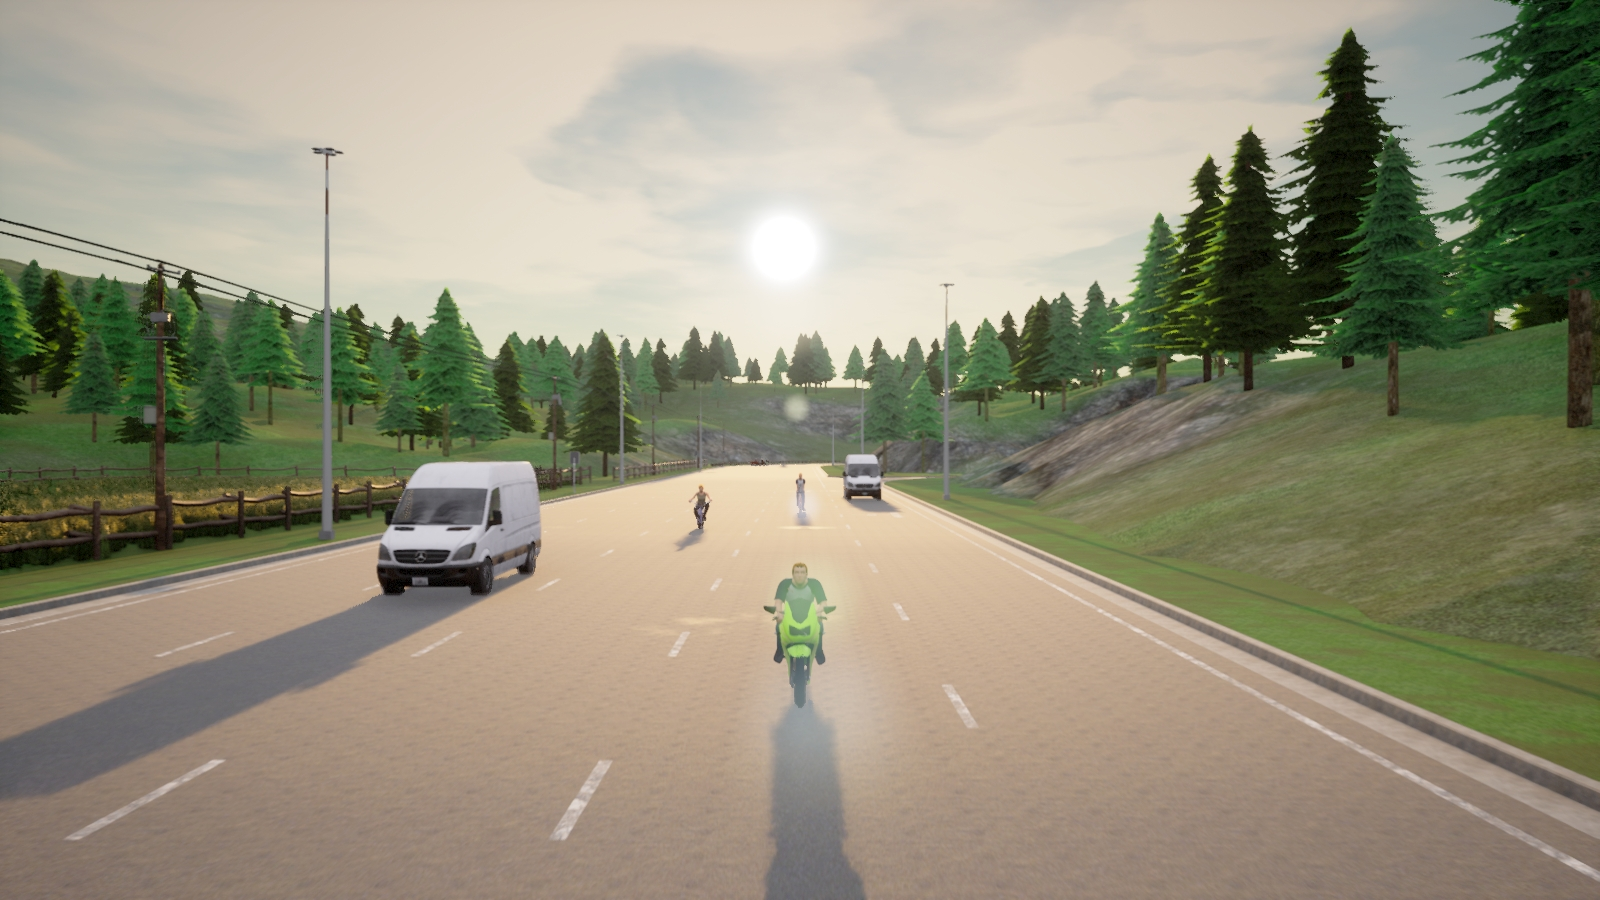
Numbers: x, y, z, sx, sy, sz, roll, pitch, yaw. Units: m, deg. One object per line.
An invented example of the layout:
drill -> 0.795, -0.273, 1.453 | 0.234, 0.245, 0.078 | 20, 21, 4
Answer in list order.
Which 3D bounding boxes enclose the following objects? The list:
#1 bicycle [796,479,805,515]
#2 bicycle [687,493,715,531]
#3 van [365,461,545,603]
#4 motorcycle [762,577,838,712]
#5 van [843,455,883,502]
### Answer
bicycle -> 0.025, 2.069, 50.262 | 0.373, 1.496, 1.643 | 0, 0, 0
bicycle -> -3.491, 2.168, 40.308 | 0.859, 1.277, 1.487 | 0, 0, 0
van -> -7.005, 1.541, 23.980 | 1.988, 2.561, 5.915 | 0, 0, 0
motorcycle -> -0.001, 2.189, 13.200 | 0.803, 1.199, 2.033 | 0, 0, 0
van -> 3.543, 1.552, 65.386 | 1.988, 2.561, 5.915 | 0, 0, 0
